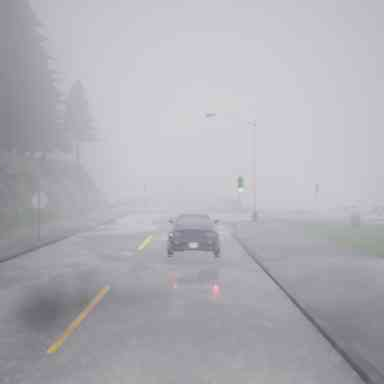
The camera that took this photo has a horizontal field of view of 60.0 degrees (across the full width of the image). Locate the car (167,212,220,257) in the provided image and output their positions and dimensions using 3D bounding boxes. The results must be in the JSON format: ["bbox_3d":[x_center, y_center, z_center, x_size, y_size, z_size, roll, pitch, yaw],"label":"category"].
[{"bbox_3d":[0.062,1.512,12.834,1.812,1.442,4.674,0,0,0],"label":"car"}]
